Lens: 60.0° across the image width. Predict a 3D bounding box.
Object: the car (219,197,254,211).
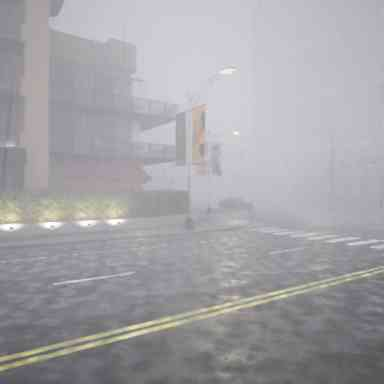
[{"bbox_3d":[5.280,1.398,39.975,1.882,1.535,5.008,0,0,-34],"label":"car"}]
